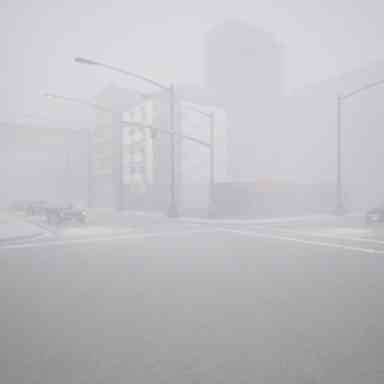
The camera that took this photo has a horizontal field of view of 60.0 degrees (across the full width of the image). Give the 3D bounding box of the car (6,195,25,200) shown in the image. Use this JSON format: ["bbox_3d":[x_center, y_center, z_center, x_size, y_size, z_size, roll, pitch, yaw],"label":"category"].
[{"bbox_3d":[-39.786,1.206,74.908,4.536,1.218,1.853,0,0,35],"label":"car"}]

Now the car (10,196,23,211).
[{"bbox_3d":[-20.641,1.547,40.515,1.895,1.301,4.718,-1,0,-35],"label":"car"}]

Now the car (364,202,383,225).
[{"bbox_3d":[13.360,1.409,22.074,4.902,1.511,2.128,0,0,-35],"label":"car"}]

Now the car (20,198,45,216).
[{"bbox_3d":[-14.845,1.494,32.229,2.033,1.411,5.357,-1,0,-35],"label":"car"}]

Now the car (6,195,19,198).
[{"bbox_3d":[-39.742,1.363,74.880,4.974,1.542,2.038,0,0,35],"label":"car"}]

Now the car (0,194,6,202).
[{"bbox_3d":[-43.325,1.398,72.743,2.038,1.542,4.974,0,0,-10],"label":"car"}]

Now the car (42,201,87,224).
[{"bbox_3d":[-9.244,1.548,24.229,1.895,1.301,4.718,-1,0,-35],"label":"car"}]
